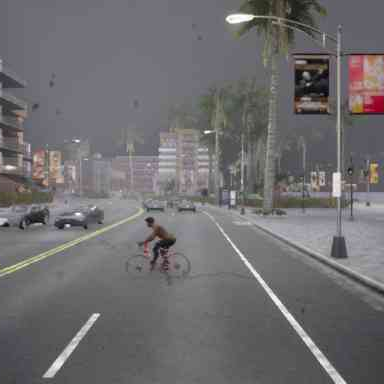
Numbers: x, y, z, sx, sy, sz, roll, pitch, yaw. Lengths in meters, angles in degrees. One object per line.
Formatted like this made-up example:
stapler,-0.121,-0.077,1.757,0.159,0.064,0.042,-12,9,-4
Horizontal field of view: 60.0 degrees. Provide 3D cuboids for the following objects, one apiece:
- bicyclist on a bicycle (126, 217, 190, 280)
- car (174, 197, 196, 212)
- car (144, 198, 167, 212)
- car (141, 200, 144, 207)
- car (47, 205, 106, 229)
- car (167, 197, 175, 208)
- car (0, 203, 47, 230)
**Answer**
bicyclist on a bicycle,-0.885,1.455,8.506,1.656,1.620,0.582,-2,0,0
car,-0.694,1.564,38.390,1.994,1.385,4.181,0,0,-5
car,-4.323,1.564,39.131,1.994,1.385,4.181,0,0,-6
car,-6.139,1.564,48.197,1.994,1.385,4.181,0,0,-14
car,-7.100,1.548,21.675,2.033,1.411,5.357,0,0,0
car,-2.490,1.491,48.258,2.128,1.511,4.902,0,0,-15
car,-10.624,1.493,20.922,2.128,1.511,4.902,0,0,0
